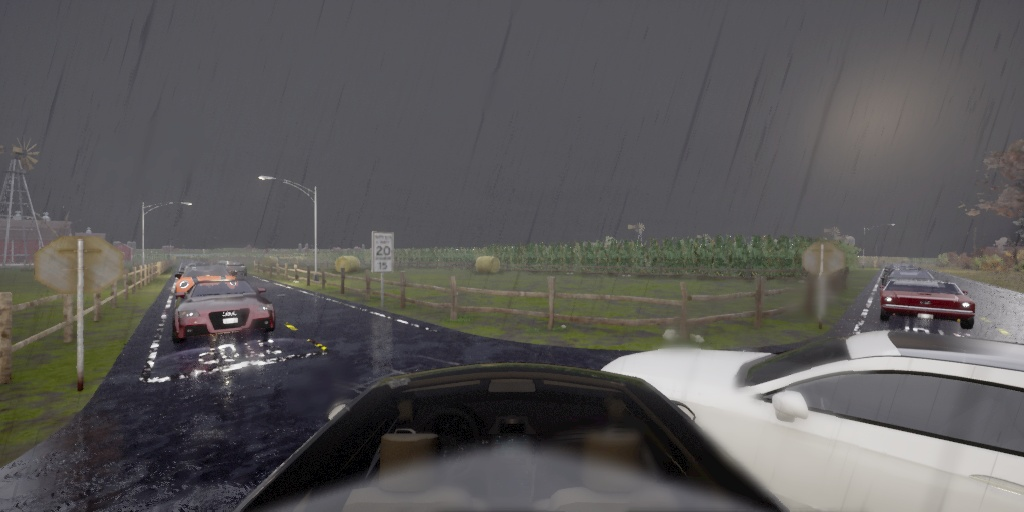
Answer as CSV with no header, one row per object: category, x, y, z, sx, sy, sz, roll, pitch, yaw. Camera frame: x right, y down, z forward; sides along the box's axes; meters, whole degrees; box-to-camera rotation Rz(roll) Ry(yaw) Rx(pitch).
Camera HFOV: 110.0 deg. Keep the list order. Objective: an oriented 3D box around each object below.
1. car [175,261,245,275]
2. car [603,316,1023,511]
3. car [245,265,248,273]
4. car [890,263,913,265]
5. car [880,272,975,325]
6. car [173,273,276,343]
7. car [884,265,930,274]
car,-13.925,1.151,16.394,2.097,1.767,4.553,0,0,-42
car,2.811,1.293,2.539,1.812,1.442,4.674,0,1,-45
car,-27.438,1.308,35.450,2.128,1.511,4.902,0,0,-42
car,27.037,1.406,24.735,4.181,1.385,1.994,0,1,-44
car,13.372,1.400,11.738,4.718,1.301,1.895,0,1,-44
car,-8.066,1.361,9.986,1.994,1.385,4.181,0,0,-43
car,20.364,1.366,18.393,5.357,1.411,2.033,0,1,-44
